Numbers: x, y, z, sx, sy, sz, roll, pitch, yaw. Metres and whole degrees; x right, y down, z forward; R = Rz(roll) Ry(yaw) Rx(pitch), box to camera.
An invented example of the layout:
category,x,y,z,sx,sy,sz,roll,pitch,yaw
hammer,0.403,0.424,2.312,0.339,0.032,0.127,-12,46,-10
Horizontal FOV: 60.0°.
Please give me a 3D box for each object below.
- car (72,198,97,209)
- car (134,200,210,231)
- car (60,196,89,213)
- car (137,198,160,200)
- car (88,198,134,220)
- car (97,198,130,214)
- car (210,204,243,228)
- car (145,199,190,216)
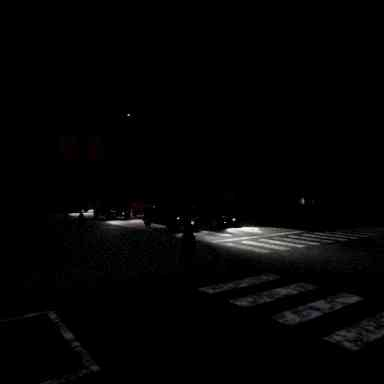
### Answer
category,x,y,z,sx,sy,sz,roll,pitch,yaw
car,-14.430,1.534,44.475,1.895,1.301,4.718,0,0,-35
car,-1.407,1.469,20.706,2.128,1.511,4.902,0,0,-36
car,-13.118,1.495,37.009,2.033,1.411,5.357,0,0,-36
car,-3.540,1.313,29.248,2.097,1.767,4.553,0,0,-36
car,-6.898,1.468,28.352,1.837,1.490,4.892,0,0,-36
car,-8.669,1.473,36.404,1.812,1.442,4.674,0,0,-36
car,1.446,1.538,22.303,1.994,1.385,4.181,0,0,-36
car,-2.630,1.499,33.897,2.033,1.411,5.357,0,0,-36
